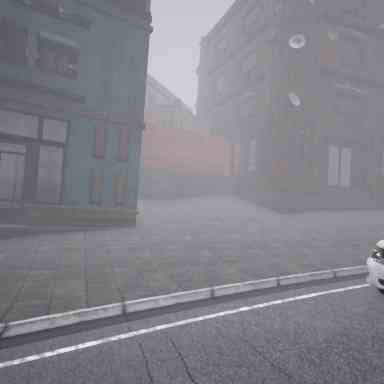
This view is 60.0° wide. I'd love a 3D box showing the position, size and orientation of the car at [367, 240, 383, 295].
[{"bbox_3d":[6.416,1.303,7.284,5.566,2.045,2.150,1,-1,-26],"label":"car"}]
